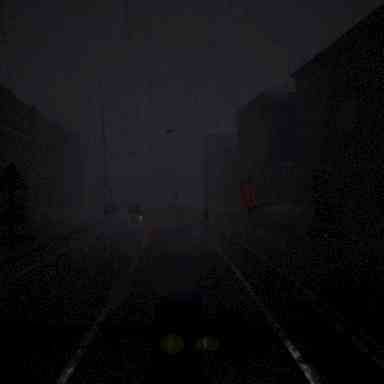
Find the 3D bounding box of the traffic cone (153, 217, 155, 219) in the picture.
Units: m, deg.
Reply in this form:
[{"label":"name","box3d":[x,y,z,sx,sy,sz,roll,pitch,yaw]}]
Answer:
[{"label":"traffic cone","box3d":[-2.467,2.061,21.183,0.340,0.580,0.340,0,-1,-5]}]

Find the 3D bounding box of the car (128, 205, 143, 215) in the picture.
[{"label":"car","box3d":[-7.654,2.404,45.126,1.895,1.301,4.718,0,-1,-8]}]

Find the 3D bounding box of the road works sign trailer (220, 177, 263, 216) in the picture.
[{"label":"road works sign trailer","box3d":[3.789,0.629,25.115,2.880,2.380,3.560,-17,-13,14]}]

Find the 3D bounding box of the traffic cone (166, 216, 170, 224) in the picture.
[{"label":"traffic cone","box3d":[-1.840,2.136,25.260,0.340,0.580,0.340,0,-1,-5]}]

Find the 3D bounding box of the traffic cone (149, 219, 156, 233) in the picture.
[{"label":"traffic cone","box3d":[-2.283,2.029,19.190,0.340,0.580,0.340,0,-1,-5]}]
